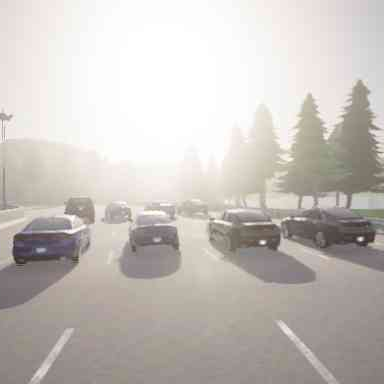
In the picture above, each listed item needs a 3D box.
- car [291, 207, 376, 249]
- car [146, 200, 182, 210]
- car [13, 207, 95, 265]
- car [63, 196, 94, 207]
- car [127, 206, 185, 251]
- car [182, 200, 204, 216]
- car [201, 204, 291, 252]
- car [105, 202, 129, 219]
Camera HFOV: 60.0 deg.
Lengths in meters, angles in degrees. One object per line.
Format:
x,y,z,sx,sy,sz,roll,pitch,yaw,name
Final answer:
5.451,1.381,14.009,1.837,1.490,4.892,-1,1,-11,car
-2.980,1.503,30.335,2.128,1.511,4.902,-1,0,-23,car
-4.886,1.552,12.200,1.882,1.535,5.008,-1,0,-11,car
-9.250,1.359,27.312,2.150,2.045,5.566,-1,0,-21,car
-1.710,1.537,14.162,1.812,1.442,4.674,-1,0,-12,car
0.021,1.476,32.248,1.812,1.442,4.674,-1,0,-23,car
1.949,1.448,13.690,1.837,1.490,4.892,-1,1,-11,car
-6.718,1.608,30.218,1.812,1.442,4.674,-1,0,-23,car
